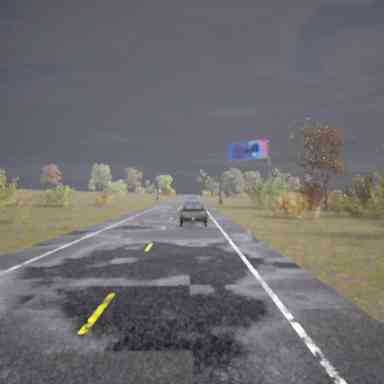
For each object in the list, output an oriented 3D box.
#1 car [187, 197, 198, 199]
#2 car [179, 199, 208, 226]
[{"bbox_3d":[0.099,1.347,41.576,2.097,1.767,4.553,0,0,0],"label":"car"},{"bbox_3d":[0.100,1.486,23.327,2.128,1.511,4.902,0,0,0],"label":"car"}]
